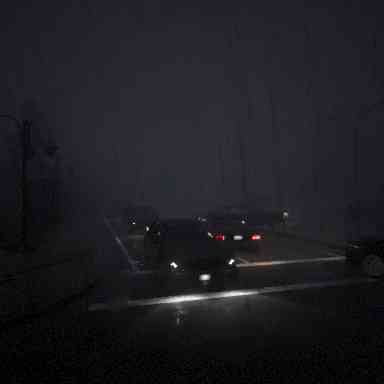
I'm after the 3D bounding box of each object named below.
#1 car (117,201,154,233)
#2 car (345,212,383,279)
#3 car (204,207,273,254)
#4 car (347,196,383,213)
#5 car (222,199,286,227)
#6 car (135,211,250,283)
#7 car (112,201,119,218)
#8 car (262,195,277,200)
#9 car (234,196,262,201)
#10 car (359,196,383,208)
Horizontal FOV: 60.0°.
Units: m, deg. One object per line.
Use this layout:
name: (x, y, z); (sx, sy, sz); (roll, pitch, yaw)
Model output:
car: (-3.106, 1.529, 19.950); (2.033, 1.411, 5.357); (0, 0, -17)
car: (6.532, 1.475, 8.247); (5.008, 1.535, 1.882); (0, 0, 39)
car: (1.349, 1.538, 13.396); (2.033, 1.411, 5.357); (0, 0, -4)
car: (15.588, 1.356, 29.211); (1.970, 1.475, 3.806); (0, 0, -17)
car: (2.846, 1.467, 19.897); (5.357, 1.411, 2.033); (-3, 1, -15)
car: (-0.370, 1.543, 10.116); (2.033, 1.411, 5.357); (0, 0, -15)
car: (-6.269, 1.515, 30.101); (2.033, 1.411, 5.357); (0, 0, -17)
car: (10.335, 1.277, 47.123); (2.152, 1.636, 5.027); (0, 0, -17)
car: (7.347, 1.287, 46.166); (2.007, 1.523, 4.514); (0, 0, -17)
car: (23.893, 1.273, 43.200); (1.845, 1.501, 3.633); (0, 0, -17)
